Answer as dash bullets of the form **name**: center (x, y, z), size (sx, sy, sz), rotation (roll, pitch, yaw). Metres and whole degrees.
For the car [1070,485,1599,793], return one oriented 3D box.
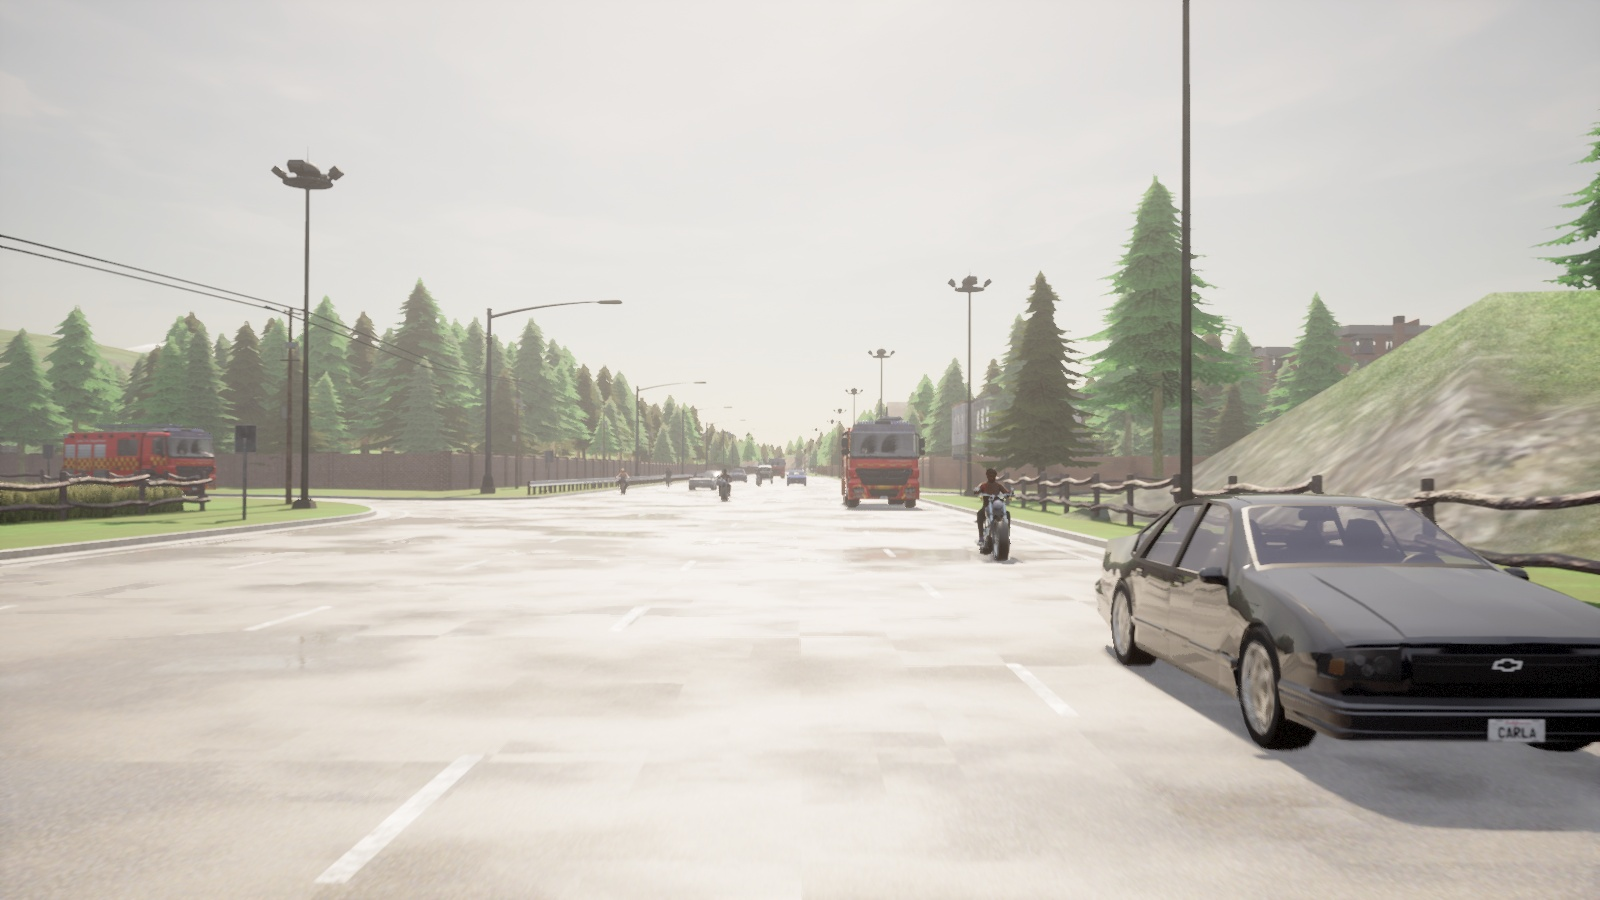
- **car**: center (3.482, 0.983, 8.727), size (2.033, 1.411, 5.357), rotation (0, -1, 0)

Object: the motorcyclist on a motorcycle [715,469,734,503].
- **motorcyclist on a motorcycle**: center (-3.649, 1.731, 60.973), size (0.766, 1.649, 2.350), rotation (0, -1, 0)

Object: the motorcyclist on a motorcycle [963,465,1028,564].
- **motorcyclist on a motorcycle**: center (3.445, 1.099, 22.330), size (0.766, 1.649, 2.350), rotation (0, -1, 0)

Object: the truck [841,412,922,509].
- **truck**: center (3.363, 0.479, 54.031), size (2.891, 3.827, 8.468), rotation (0, -1, 0)

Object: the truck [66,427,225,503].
- **truck**: center (-34.488, 0.819, 66.139), size (8.468, 3.827, 2.891), rotation (-1, -1, 25)

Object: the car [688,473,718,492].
- **car**: center (-7.229, 2.409, 93.883), size (1.895, 1.301, 4.718), rotation (0, -1, 0)
